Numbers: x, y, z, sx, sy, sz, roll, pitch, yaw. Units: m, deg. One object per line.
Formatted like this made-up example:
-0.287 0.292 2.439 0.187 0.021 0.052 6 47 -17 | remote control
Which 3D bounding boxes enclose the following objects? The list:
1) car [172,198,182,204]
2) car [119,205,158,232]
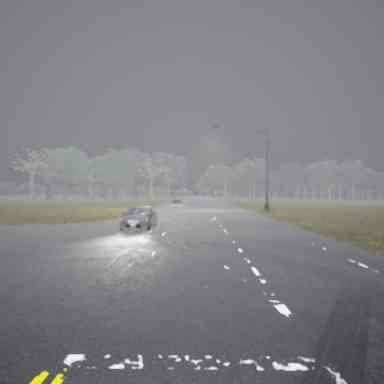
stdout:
-2.920 1.737 64.900 1.895 1.301 4.718 0 0 0 | car
-3.255 1.604 20.940 2.128 1.511 4.902 0 -1 1 | car
